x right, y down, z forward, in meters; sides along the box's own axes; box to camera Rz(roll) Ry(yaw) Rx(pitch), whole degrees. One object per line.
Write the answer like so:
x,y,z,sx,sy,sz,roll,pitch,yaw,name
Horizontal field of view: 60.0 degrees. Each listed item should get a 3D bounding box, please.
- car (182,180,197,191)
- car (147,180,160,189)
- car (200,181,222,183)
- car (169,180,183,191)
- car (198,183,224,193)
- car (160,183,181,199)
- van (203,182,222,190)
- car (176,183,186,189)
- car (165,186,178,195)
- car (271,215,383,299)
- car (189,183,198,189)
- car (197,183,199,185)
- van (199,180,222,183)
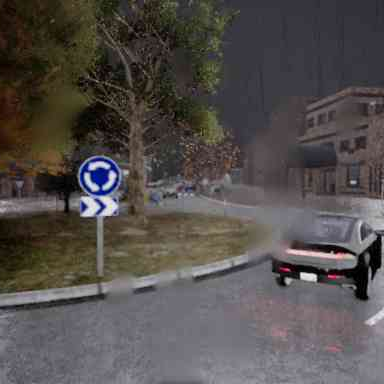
-0.326,-1.203,73.098,2.150,2.045,5.566,0,3,3,car
-10.890,-1.782,90.797,2.097,1.535,5.008,0,3,7,car
4.247,-0.756,66.266,4.553,1.767,2.185,0,3,2,car
-3.320,-1.075,73.352,2.097,1.767,4.553,0,3,3,car
4.108,-0.505,63.523,4.892,1.521,2.231,0,3,2,car
-3.211,0.005,48.797,2.097,1.767,4.553,0,2,-7,car
4.950,-1.494,79.783,4.442,1.987,1.878,0,3,4,van
-2.736,-1.572,83.217,1.837,1.490,4.892,0,3,5,car
-3.695,-0.292,60.651,1.994,1.385,4.181,0,3,2,car
3.500,1.318,8.175,2.128,1.511,4.902,1,2,34,car
0.291,-1.569,83.409,1.837,1.490,4.892,0,3,5,car
4.443,-1.132,71.753,5.566,2.045,2.435,0,3,2,car
4.202,-0.982,69.019,4.442,1.987,1.878,0,3,2,van
